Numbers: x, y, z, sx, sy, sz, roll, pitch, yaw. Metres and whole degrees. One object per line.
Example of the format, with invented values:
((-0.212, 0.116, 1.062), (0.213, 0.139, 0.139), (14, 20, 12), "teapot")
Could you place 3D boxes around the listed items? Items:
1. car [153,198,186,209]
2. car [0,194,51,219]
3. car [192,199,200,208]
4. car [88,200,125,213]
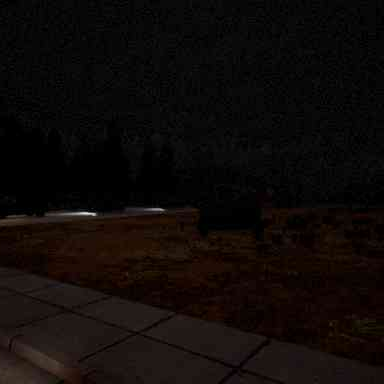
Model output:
((-3.048, 1.574, 46.635), (2.033, 1.411, 5.357), (0, 0, 37), "car")
((-15.536, 1.248, 29.740), (2.150, 2.045, 5.566), (0, 0, 36), "car")
((1.880, 1.591, 47.269), (1.994, 1.385, 4.181), (0, 0, 39), "car")
((-9.641, 1.591, 37.719), (1.994, 1.385, 4.181), (0, 0, 37), "car")
